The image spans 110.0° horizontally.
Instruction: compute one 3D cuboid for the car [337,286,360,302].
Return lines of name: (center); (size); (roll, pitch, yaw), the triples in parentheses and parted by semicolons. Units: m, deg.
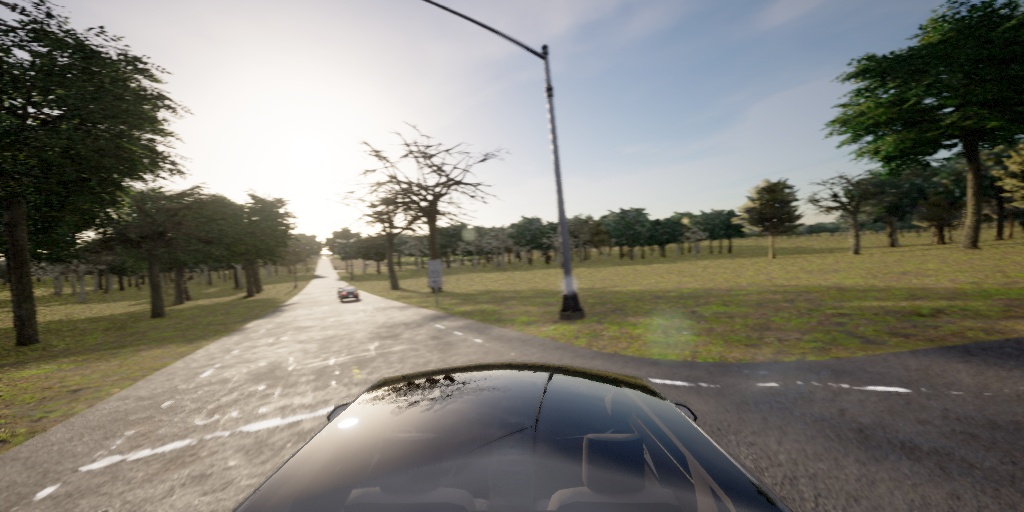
car: (-18.122, 4.214, 39.938); (1.812, 1.442, 4.674); (-4, -1, -28)
